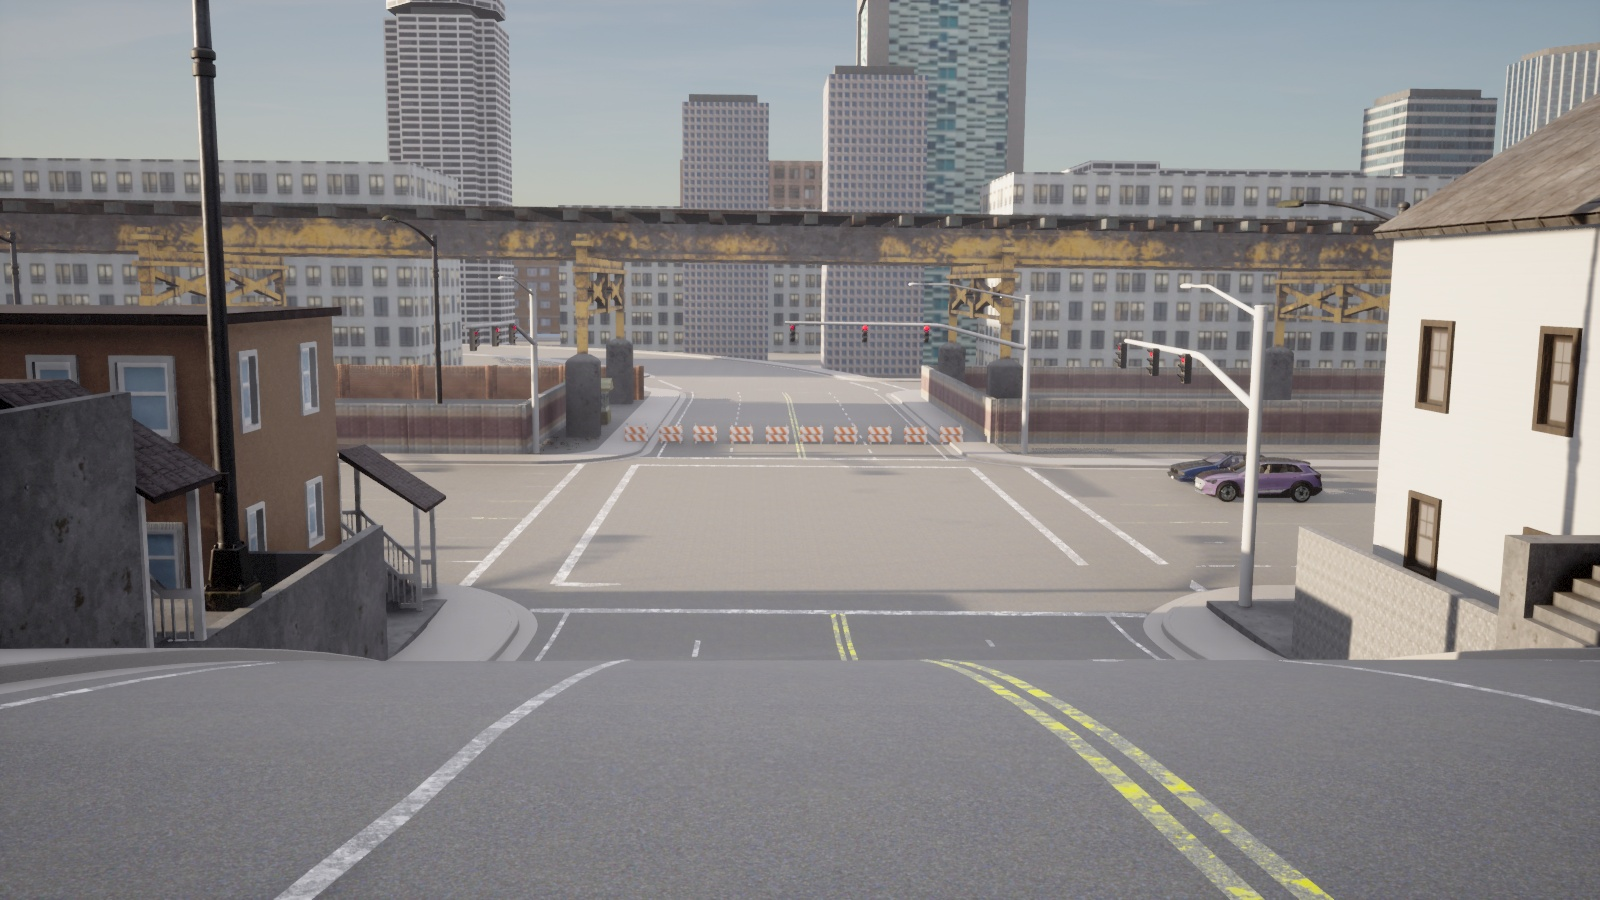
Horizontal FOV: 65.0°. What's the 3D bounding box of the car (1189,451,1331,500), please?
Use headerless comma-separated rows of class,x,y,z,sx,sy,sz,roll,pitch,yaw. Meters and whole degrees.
car,18.316,0.991,50.142,4.856,1.649,2.033,0,8,0

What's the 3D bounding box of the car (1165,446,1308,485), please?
car,18.580,0.645,53.631,5.357,1.411,2.033,0,8,0
